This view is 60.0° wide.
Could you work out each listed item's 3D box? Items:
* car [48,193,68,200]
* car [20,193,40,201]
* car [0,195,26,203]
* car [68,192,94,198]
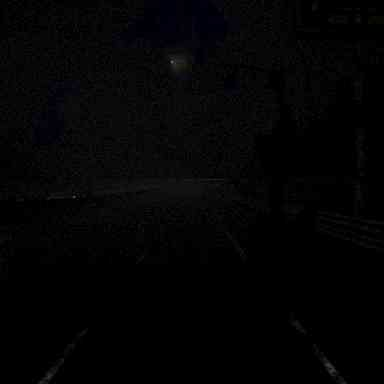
[{"bbox_3d":[-19.944,0.868,50.247,1.882,1.535,5.008,0,1,3],"label":"car"},{"bbox_3d":[-23.583,0.956,47.304,2.128,1.511,4.902,0,1,3],"label":"car"},{"bbox_3d":[-17.203,1.278,29.613,1.837,1.490,4.892,0,1,2],"label":"car"},{"bbox_3d":[-16.426,0.734,50.513,2.097,1.767,4.553,0,2,3],"label":"car"}]
